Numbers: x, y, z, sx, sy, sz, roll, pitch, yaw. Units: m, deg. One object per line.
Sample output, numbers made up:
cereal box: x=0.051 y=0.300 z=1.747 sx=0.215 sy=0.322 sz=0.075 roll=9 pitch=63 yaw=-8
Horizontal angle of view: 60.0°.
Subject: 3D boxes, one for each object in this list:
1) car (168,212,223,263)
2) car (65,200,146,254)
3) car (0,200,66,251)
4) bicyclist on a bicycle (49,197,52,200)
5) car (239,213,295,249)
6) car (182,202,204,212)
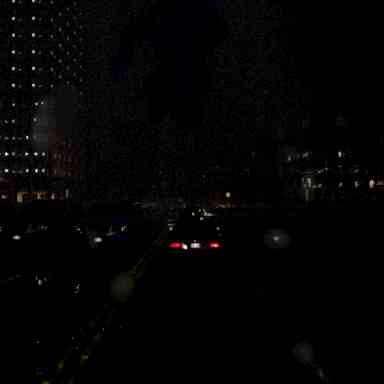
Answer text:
car: x=0.104 y=1.682 z=12.492 sx=2.033 sy=1.411 sz=5.357 roll=0 pitch=-1 yaw=0
car: x=-3.349 y=1.380 z=14.601 sx=2.150 sy=2.045 sz=5.566 roll=0 pitch=-1 yaw=0
car: x=-6.599 y=1.387 z=15.276 sx=2.150 sy=2.045 sz=5.566 roll=0 pitch=-1 yaw=0
bicyclist on a bicycle: x=-24.696 y=1.716 z=58.078 sx=0.582 sy=1.620 sz=1.656 roll=0 pitch=0 yaw=1
car: x=3.353 y=1.690 z=15.363 sx=1.812 sy=1.442 sz=4.674 roll=0 pitch=-1 yaw=0
car: x=0.106 y=1.851 z=29.214 sx=2.033 sy=1.411 sz=5.357 roll=0 pitch=-1 yaw=0
